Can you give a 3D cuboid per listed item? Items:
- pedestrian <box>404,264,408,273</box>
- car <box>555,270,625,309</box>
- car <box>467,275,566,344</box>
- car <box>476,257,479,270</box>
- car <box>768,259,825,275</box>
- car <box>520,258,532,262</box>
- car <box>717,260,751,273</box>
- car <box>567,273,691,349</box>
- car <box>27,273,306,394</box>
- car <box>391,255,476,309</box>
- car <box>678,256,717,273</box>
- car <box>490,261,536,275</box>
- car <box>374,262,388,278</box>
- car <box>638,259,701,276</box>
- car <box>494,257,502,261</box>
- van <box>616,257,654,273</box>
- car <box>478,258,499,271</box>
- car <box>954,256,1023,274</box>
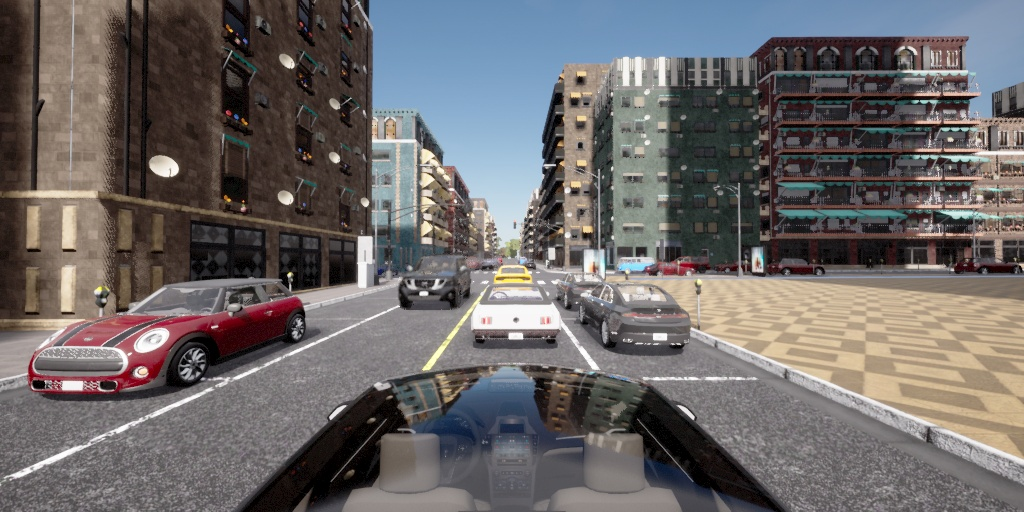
[{"bbox_3d":[-12.624,1.097,42.689,0.375,1.860,0.375,0,0,0],"label":"pedestrian"},{"bbox_3d":[2.791,1.304,14.567,2.007,1.370,4.403,0,0,0],"label":"car"},{"bbox_3d":[0.080,1.353,9.580,1.895,1.301,4.718,0,0,0],"label":"car"},{"bbox_3d":[-5.808,1.083,52.780,2.192,1.841,5.009,0,0,0],"label":"car"},{"bbox_3d":[24.695,0.936,31.166,4.097,1.591,1.967,0,0,0],"label":"car"},{"bbox_3d":[2.572,1.334,52.760,1.948,1.339,4.313,0,0,0],"label":"car"},{"bbox_3d":[24.737,1.165,39.546,4.507,1.381,1.888,0,0,0],"label":"car"},{"bbox_3d":[2.804,1.303,8.997,2.007,1.370,4.403,0,0,0],"label":"car"},{"bbox_3d":[-5.831,1.191,6.741,1.967,1.591,4.097,0,0,0],"label":"car"},{"bbox_3d":[-3.059,0.977,15.397,2.150,2.045,5.566,0,0,1],"label":"car"},{"bbox_3d":[19.210,0.977,39.573,5.009,1.841,2.192,0,0,0],"label":"car"},{"bbox_3d":[0.052,1.233,19.033,1.882,1.535,5.008,0,0,0],"label":"car"},{"bbox_3d":[-13.371,1.312,34.146,5.008,1.535,1.882,0,-1,-3],"label":"car"},{"bbox_3d":[13.639,1.163,31.219,4.207,1.307,1.802,0,0,0],"label":"car"},{"bbox_3d":[-3.220,1.319,60.143,2.033,1.411,5.357,0,0,0],"label":"car"},{"bbox_3d":[13.682,1.046,39.599,3.998,1.789,1.690,0,0,0],"label":"van"},{"bbox_3d":[-3.230,1.368,50.450,1.895,1.301,4.718,0,0,1],"label":"car"},{"bbox_3d":[41.276,0.812,31.086,4.097,1.591,1.967,0,0,0],"label":"car"}]
